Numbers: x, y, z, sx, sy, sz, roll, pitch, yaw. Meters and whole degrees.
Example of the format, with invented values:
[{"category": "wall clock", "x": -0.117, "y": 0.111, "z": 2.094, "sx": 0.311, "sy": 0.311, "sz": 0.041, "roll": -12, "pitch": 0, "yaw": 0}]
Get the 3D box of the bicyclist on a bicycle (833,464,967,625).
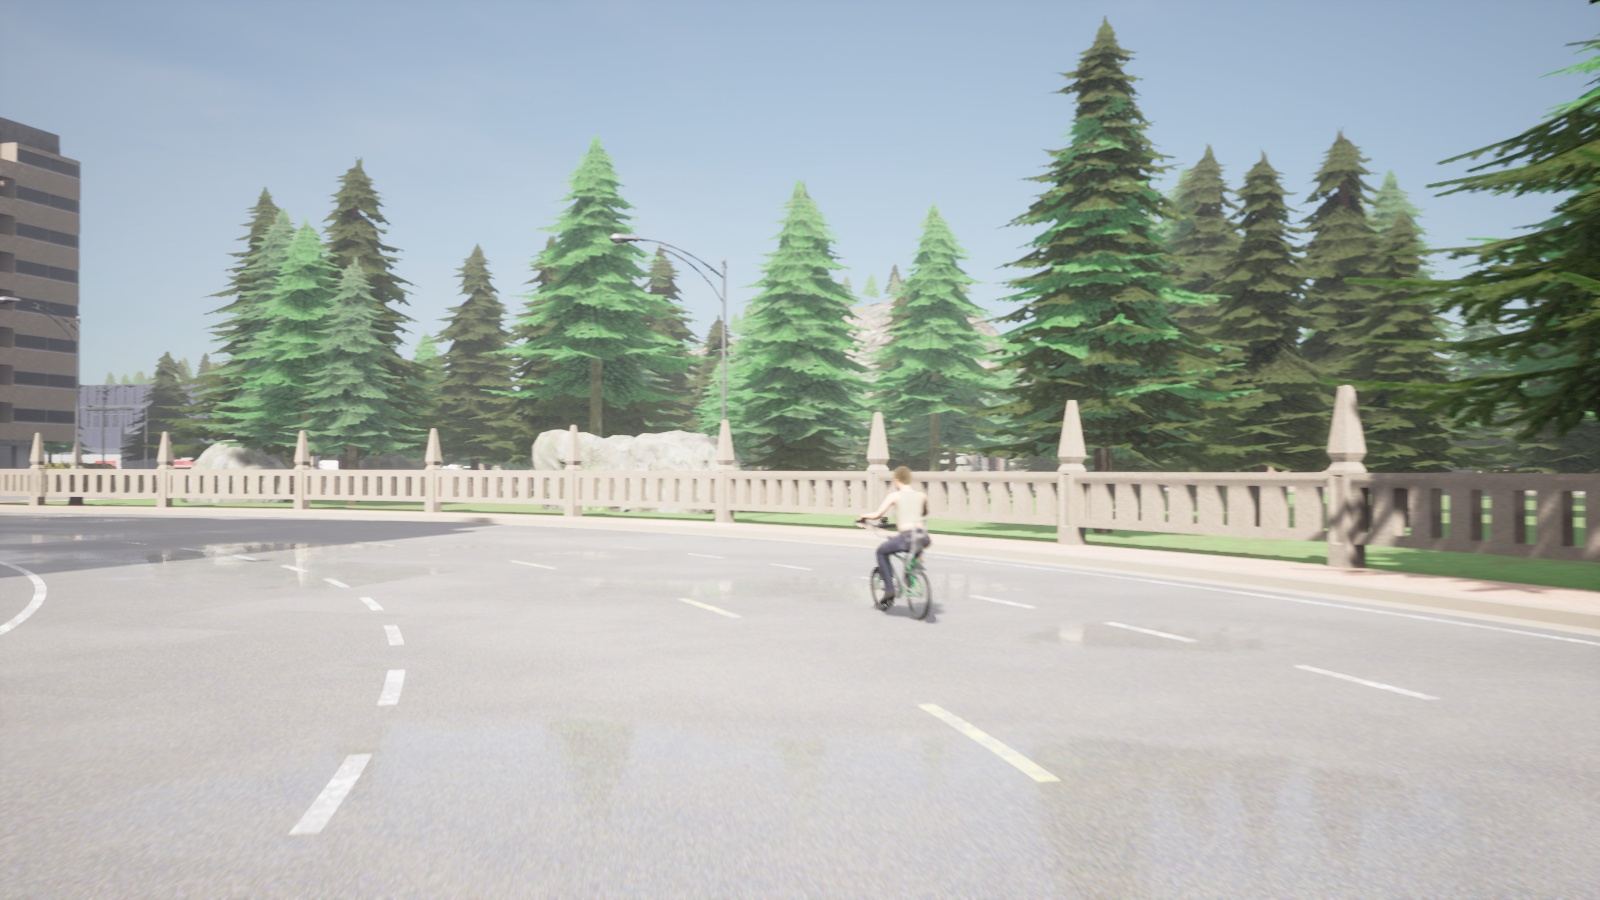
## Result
[{"category": "bicyclist on a bicycle", "x": 1.054, "y": 0.973, "z": 13.576, "sx": 0.866, "sy": 1.612, "sz": 1.509, "roll": 0, "pitch": -1, "yaw": -20}]
